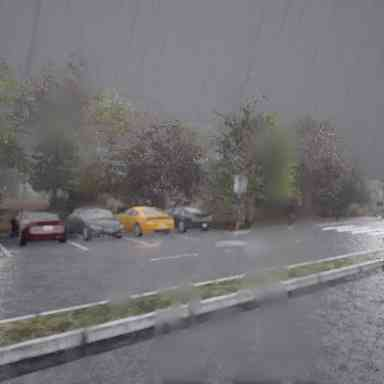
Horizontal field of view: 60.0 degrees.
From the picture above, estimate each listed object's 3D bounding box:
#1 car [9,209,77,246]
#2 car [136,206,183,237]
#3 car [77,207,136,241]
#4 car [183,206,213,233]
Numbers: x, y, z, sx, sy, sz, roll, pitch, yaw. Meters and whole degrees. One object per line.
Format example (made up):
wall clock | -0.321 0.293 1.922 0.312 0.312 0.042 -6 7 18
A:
car | -7.431 1.585 15.971 2.163 1.488 4.792 1 0 -35
car | -2.924 1.592 19.131 2.097 1.535 5.008 0 0 -35
car | -5.175 1.575 17.546 2.231 1.521 4.892 0 0 -35
car | -0.678 1.609 20.726 2.231 1.521 4.892 0 0 -35
